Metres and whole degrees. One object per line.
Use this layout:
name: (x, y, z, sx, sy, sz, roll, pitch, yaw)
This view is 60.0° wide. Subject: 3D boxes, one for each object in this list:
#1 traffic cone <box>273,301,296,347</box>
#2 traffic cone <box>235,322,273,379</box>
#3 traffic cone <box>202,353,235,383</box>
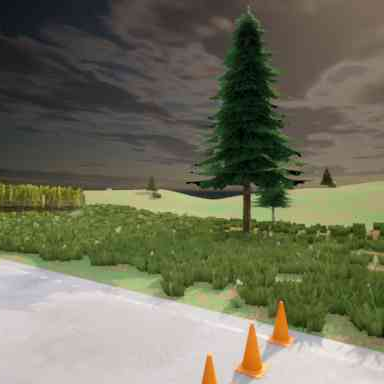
traffic cone: (1.348, 1.955, 5.029, 0.340, 0.580, 0.340, 0, 0, 36)
traffic cone: (0.764, 1.955, 4.218, 0.340, 0.580, 0.340, 0, 0, 36)
traffic cone: (0.179, 1.955, 3.406, 0.340, 0.580, 0.340, 0, 0, 36)
